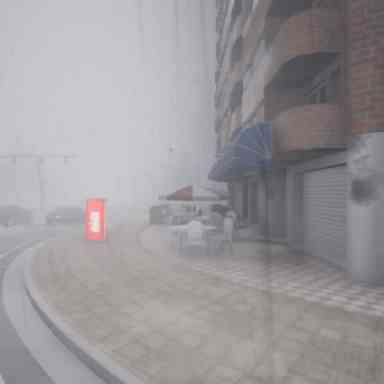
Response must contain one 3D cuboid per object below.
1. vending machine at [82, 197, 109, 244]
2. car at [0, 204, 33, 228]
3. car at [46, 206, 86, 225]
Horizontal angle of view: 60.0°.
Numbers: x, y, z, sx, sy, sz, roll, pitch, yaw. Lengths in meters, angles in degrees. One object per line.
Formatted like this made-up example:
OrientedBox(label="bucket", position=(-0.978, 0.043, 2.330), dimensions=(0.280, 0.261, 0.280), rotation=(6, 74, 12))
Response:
OrientedBox(label="vending machine", position=(-4.503, 1.304, 15.633), dimensions=(1.100, 2.100, 0.880), rotation=(0, 0, -10))
OrientedBox(label="car", position=(-12.978, 1.631, 23.423), dimensions=(1.837, 1.490, 4.892), rotation=(0, -1, -2))
OrientedBox(label="car", position=(-9.537, 1.727, 25.569), dimensions=(1.994, 1.385, 4.181), rotation=(0, 0, -1))
